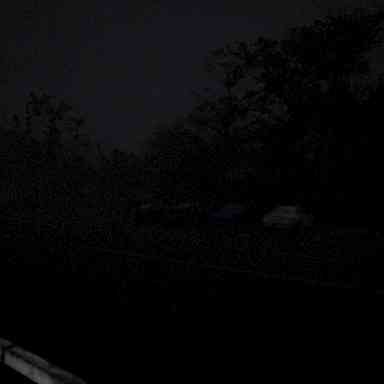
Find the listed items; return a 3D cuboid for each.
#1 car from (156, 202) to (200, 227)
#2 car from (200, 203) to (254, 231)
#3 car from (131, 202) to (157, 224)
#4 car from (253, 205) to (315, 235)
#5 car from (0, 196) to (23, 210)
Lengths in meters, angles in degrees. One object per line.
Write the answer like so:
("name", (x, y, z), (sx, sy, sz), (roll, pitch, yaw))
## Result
("car", (0.229, 1.438, 22.372), (2.231, 1.521, 4.892), (0, 0, 36))
("car", (2.900, 1.442, 20.479), (2.097, 1.535, 5.008), (0, 0, 36))
("car", (-2.435, 1.472, 24.278), (2.002, 1.452, 4.674), (0, 0, 36))
("car", (5.458, 1.487, 18.643), (2.002, 1.452, 4.674), (0, 0, 36))
("car", (-22.221, 1.269, 38.447), (2.185, 1.767, 4.553), (0, 0, 35))
